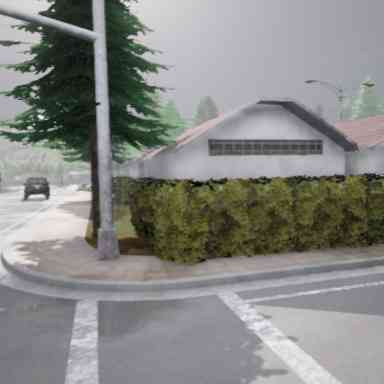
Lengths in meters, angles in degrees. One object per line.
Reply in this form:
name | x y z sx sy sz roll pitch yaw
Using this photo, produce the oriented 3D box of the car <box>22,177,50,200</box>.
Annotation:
car | -14.919 -0.384 31.890 2.150 2.045 5.566 -3 3 -27
